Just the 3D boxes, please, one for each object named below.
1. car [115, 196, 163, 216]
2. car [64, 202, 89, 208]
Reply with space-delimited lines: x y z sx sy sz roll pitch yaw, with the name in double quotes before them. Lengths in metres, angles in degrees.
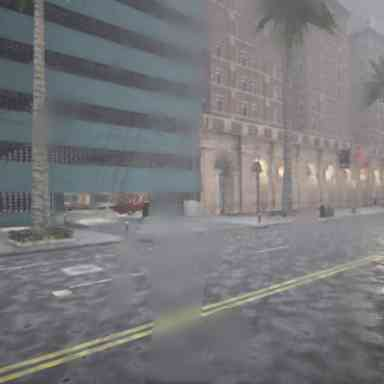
"car" -5.560 1.417 36.236 5.566 2.045 2.435 0 -1 -40
"car" -18.042 2.123 49.902 4.718 1.301 1.895 0 -1 -40
